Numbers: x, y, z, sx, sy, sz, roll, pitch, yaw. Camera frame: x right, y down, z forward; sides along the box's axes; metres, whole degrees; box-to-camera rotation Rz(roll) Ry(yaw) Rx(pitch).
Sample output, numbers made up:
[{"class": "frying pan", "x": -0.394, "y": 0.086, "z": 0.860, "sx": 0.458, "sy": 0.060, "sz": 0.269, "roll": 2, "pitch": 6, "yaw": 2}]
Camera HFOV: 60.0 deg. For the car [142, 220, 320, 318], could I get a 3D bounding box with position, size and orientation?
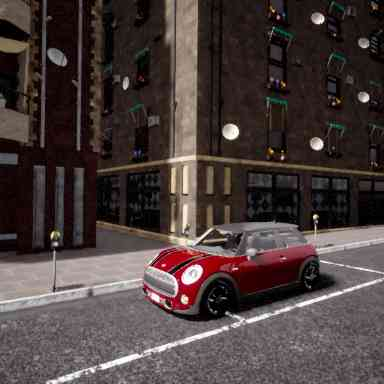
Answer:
[{"class": "car", "x": 0.944, "y": 1.442, "z": 7.358, "sx": 4.097, "sy": 1.590, "sz": 1.967, "roll": 0, "pitch": 1, "yaw": -35}]
